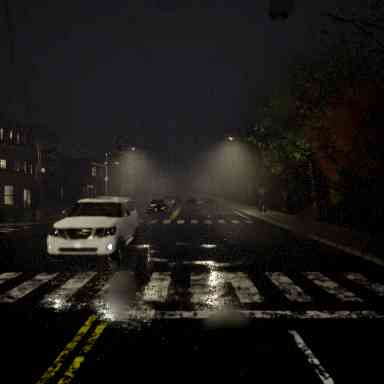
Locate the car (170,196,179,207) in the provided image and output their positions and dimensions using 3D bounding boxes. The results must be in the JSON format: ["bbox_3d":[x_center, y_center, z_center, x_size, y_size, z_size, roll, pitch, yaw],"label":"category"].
[{"bbox_3d":[-3.464,1.333,49.474,2.097,1.767,4.553,0,0,0],"label":"car"}]

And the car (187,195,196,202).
[{"bbox_3d":[-0.168,1.510,74.659,2.033,1.411,5.357,0,0,0],"label":"car"}]

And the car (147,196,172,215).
[{"bbox_3d":[-3.433,1.493,34.110,1.837,1.490,4.892,0,0,0],"label":"car"}]

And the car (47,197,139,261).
[{"bbox_3d":[-3.379,1.219,12.587,2.150,2.045,5.566,0,0,0],"label":"car"}]

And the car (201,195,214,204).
[{"bbox_3d":[3.199,1.576,63.217,1.895,1.301,4.718,0,0,0],"label":"car"}]

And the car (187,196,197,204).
[{"bbox_3d":[-0.057,1.576,64.460,1.895,1.301,4.718,0,0,0],"label":"car"}]

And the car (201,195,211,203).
[{"bbox_3d":[3.072,1.494,73.222,2.128,1.511,4.902,0,0,0],"label":"car"}]
